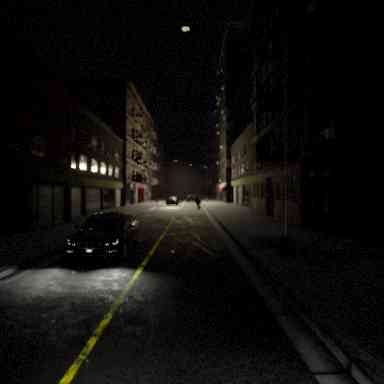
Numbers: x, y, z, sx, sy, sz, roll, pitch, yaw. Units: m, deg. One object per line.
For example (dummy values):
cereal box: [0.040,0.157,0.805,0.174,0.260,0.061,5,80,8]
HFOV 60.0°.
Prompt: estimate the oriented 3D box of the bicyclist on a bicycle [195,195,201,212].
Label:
bicyclist on a bicycle: [0.776,1.450,37.966,0.582,1.620,1.656,0,0,0]

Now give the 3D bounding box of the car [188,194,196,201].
car: [-0.101,1.279,80.132,1.882,1.535,5.008,0,0,0]

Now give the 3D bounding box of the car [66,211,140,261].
car: [-3.115,1.526,12.486,1.837,1.490,4.892,0,0,0]

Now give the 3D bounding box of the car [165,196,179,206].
car: [-3.138,1.454,52.858,2.128,1.511,4.902,0,0,0]

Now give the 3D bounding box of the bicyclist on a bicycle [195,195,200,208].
bicyclist on a bicycle: [0.765,1.349,47.089,0.659,1.776,1.843,0,0,0]

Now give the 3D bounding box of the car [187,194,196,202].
car: [-0.088,1.412,70.146,1.812,1.442,4.674,0,0,0]
